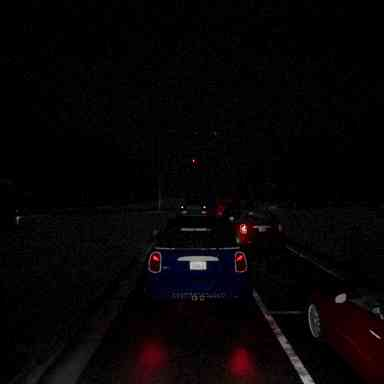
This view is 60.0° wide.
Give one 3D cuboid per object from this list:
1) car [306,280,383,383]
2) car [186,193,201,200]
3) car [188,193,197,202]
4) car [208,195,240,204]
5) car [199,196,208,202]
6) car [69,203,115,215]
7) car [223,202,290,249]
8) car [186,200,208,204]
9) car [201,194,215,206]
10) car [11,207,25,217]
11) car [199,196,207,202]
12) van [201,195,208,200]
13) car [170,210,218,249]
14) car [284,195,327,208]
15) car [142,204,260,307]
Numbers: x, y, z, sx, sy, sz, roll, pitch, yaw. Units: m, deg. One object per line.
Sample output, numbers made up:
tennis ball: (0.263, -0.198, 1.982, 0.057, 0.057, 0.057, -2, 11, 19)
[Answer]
car: (2.631, 1.581, 3.601, 1.802, 1.307, 4.206, -1, 0, 0)
car: (0.080, 1.401, 55.745, 2.097, 1.767, 4.553, 0, 0, 0)
car: (0.041, 1.344, 83.865, 2.150, 2.045, 5.566, 0, 0, 0)
car: (2.637, 1.323, 25.210, 2.192, 1.841, 5.009, -1, 0, 0)
car: (2.665, 1.655, 78.603, 2.008, 1.369, 4.403, -1, 0, 0)
car: (-10.996, 1.895, 36.949, 4.718, 1.301, 1.895, -2, 1, 0)
car: (2.634, 1.441, 14.406, 1.967, 1.590, 4.097, -1, 0, 0)
car: (0.114, 1.572, 25.503, 1.994, 1.385, 4.181, 0, 0, -1)
car: (2.652, 1.366, 56.978, 2.192, 1.841, 5.009, -1, 0, 0)
car: (-21.121, 2.115, 36.962, 4.674, 1.442, 1.812, -2, 1, 0)
car: (2.668, 1.664, 84.010, 1.887, 1.381, 4.507, -1, 0, 0)
van: (2.650, 1.382, 51.572, 1.690, 1.788, 3.998, -1, 0, 0)
car: (0.102, 1.603, 15.491, 1.895, 1.301, 4.718, 0, 0, 0)
car: (13.589, 1.132, 39.904, 4.892, 1.490, 1.837, -2, 1, 0)
car: (0.073, 1.352, 8.156, 2.097, 1.767, 4.553, 0, 0, -1)
